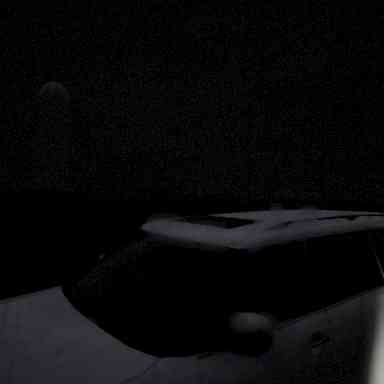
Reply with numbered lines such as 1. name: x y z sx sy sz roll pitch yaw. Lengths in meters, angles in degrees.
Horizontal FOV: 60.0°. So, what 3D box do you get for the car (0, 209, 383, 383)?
1. car: 0.343 1.235 3.192 5.566 2.045 2.150 0 0 -35
